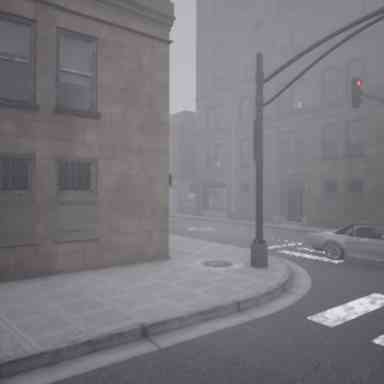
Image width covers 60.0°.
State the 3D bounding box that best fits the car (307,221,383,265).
[{"bbox_3d":[6.107,1.615,10.241,1.895,1.301,4.718,0,0,-35],"label":"car"}]
